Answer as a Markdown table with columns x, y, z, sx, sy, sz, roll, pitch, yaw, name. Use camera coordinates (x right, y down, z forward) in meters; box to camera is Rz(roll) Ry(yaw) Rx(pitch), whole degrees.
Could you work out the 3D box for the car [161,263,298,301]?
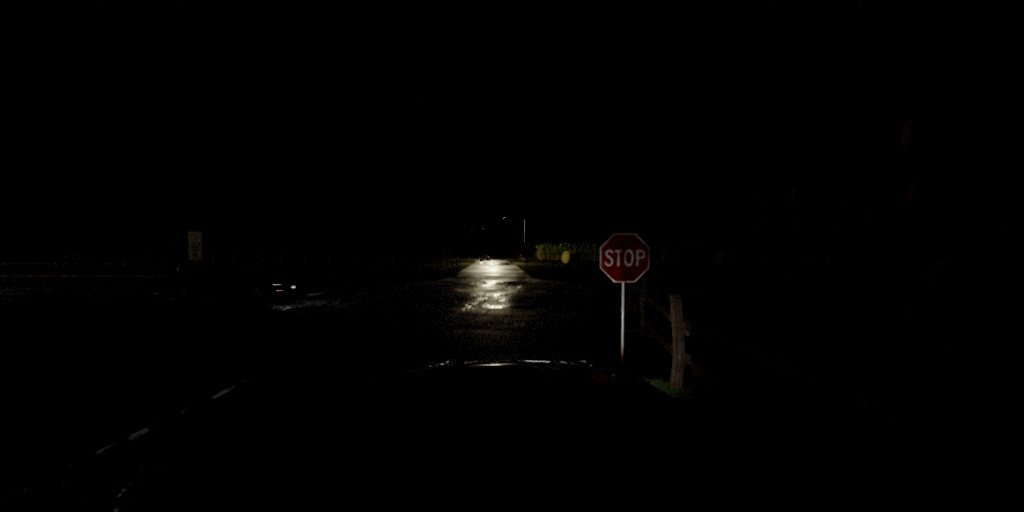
| x | y | z | sx | sy | sz | roll | pitch | yaw | name |
| --- | --- | --- | --- | --- | --- | --- | --- | --- | --- |
| -11.836 | 1.067 | 15.260 | 4.892 | 1.490 | 1.837 | 1 | 1 | -4 | car |
